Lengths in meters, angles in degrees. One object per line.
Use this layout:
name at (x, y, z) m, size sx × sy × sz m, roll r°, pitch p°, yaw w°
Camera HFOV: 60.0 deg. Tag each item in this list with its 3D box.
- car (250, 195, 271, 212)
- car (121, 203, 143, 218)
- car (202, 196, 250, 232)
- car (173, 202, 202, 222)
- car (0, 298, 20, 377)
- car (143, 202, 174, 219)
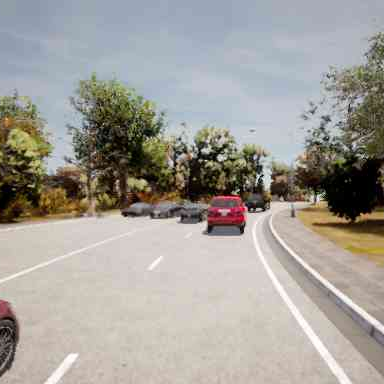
car at (8.295, 1.353, 41.220) m, size 2.150 × 2.045 × 5.566 m, roll -1°, pitch -1°, yaw 22°
car at (-5.384, 1.827, 34.434) m, size 2.033 × 1.411 × 5.357 m, roll -1°, pitch -1°, yaw 16°
car at (2.275, 1.305, 20.837) m, size 2.150 × 2.045 × 5.566 m, roll -1°, pitch 0°, yaw 11°
car at (0.370, 1.640, 28.079) m, size 2.128 × 1.511 × 4.902 m, roll -1°, pitch 0°, yaw 14°
car at (-3.248, 1.528, 2.535) m, size 1.812 × 1.442 × 4.674 m, roll 0°, pitch 0°, yaw 1°
car at (-2.463, 1.706, 31.789) m, size 2.128 × 1.511 × 4.902 m, roll -1°, pitch -1°, yaw 16°
